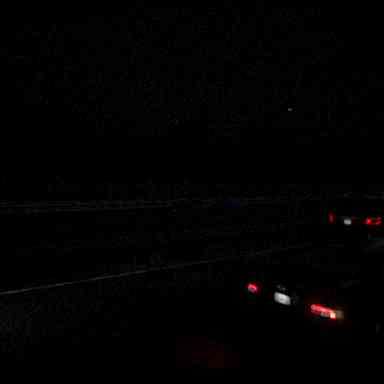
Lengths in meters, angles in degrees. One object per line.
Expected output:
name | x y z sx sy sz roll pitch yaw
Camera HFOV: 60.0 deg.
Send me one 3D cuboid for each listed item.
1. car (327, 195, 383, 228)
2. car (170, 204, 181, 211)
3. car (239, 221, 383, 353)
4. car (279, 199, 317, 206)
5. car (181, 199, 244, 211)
car | 7.796 1.146 13.489 5.566 2.045 2.150 0 0 -35
car | 0.112 1.424 29.661 4.181 1.385 1.994 1 2 -35
car | 3.314 1.522 6.084 5.357 1.411 2.033 0 0 -35
car | 8.391 1.349 26.888 4.892 1.490 1.837 -1 0 -34
car | 1.965 1.366 26.717 5.008 1.535 1.882 -1 0 -35
